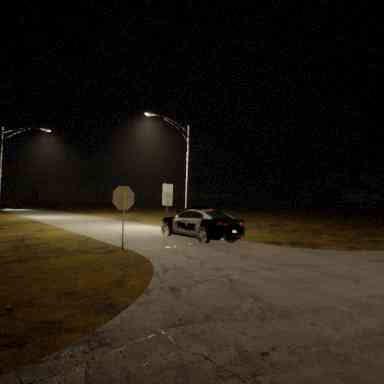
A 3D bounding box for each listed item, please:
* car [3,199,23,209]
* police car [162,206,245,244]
[{"bbox_3d":[-24.684,1.596,45.762,1.994,1.385,4.181,3,-2,-36],"label":"car"},{"bbox_3d":[0.325,1.518,16.497,1.930,1.638,5.238,3,-2,-36],"label":"police car"}]
